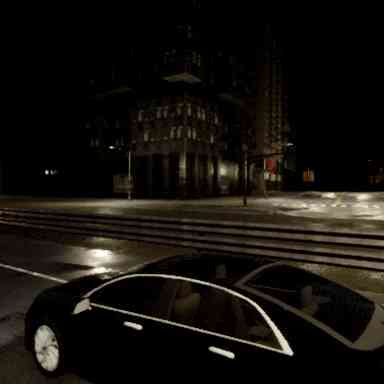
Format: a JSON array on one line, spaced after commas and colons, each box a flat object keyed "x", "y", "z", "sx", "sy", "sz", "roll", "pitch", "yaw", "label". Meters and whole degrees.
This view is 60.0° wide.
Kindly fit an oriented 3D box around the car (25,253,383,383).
[{"x": -0.036, "y": 1.499, "z": 3.888, "sx": 4.892, "sy": 1.490, "sz": 1.837, "roll": 0, "pitch": 0, "yaw": 35, "label": "car"}]
